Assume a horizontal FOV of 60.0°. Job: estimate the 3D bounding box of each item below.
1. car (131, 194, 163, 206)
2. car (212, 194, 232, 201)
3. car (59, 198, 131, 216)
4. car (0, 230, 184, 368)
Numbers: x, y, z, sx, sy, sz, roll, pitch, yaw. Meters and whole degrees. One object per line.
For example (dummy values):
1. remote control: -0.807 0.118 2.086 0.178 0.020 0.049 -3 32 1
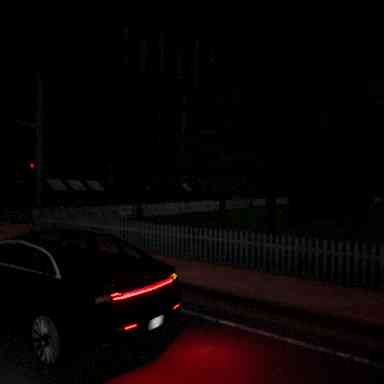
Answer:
1. car: -5.717 1.020 42.423 1.837 1.490 4.892 1 1 34
2. car: 5.300 1.094 58.621 1.994 1.385 4.181 1 1 34
3. car: -7.875 1.185 26.765 2.033 1.411 5.357 1 1 38
4. car: -2.418 1.406 5.658 4.902 1.511 2.128 1 1 36
